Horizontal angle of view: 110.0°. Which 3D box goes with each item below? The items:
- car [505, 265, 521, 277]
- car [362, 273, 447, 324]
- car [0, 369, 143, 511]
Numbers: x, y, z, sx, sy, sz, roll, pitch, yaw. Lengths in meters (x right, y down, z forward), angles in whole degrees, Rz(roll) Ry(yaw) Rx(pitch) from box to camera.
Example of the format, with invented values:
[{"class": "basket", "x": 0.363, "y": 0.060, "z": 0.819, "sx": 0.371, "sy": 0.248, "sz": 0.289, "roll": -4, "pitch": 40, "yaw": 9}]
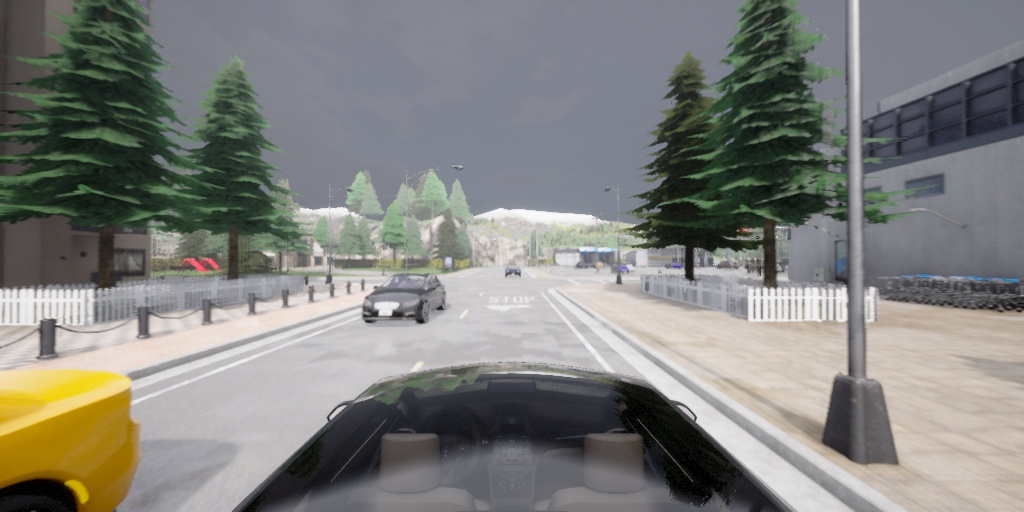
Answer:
[{"class": "car", "x": 0.114, "y": 1.761, "z": 42.681, "sx": 1.895, "sy": 1.301, "sz": 4.718, "roll": 0, "pitch": -1, "yaw": 0}, {"class": "car", "x": -3.534, "y": 1.351, "z": 12.534, "sx": 2.128, "sy": 1.511, "sz": 4.902, "roll": 0, "pitch": -1, "yaw": 0}, {"class": "car", "x": -3.596, "y": 1.215, "z": 0.418, "sx": 1.882, "sy": 1.535, "sz": 5.008, "roll": 0, "pitch": -1, "yaw": 0}]
